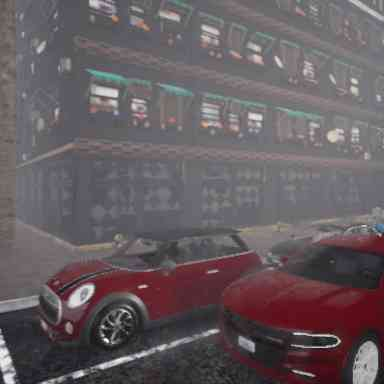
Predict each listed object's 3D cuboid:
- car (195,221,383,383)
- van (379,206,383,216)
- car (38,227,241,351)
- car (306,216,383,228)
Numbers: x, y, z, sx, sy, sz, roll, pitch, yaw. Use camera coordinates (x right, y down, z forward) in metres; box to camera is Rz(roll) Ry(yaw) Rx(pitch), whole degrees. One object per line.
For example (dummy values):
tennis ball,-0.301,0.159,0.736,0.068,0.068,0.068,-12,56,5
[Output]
car,2.660,1.473,5.277,5.008,1.535,1.882,0,0,-36
van,8.537,1.329,12.627,3.998,1.788,1.690,0,-1,-35
car,-0.582,1.438,6.118,4.097,1.590,1.967,0,-1,-36
car,3.979,1.543,9.371,4.403,1.369,2.008,0,-1,-35
